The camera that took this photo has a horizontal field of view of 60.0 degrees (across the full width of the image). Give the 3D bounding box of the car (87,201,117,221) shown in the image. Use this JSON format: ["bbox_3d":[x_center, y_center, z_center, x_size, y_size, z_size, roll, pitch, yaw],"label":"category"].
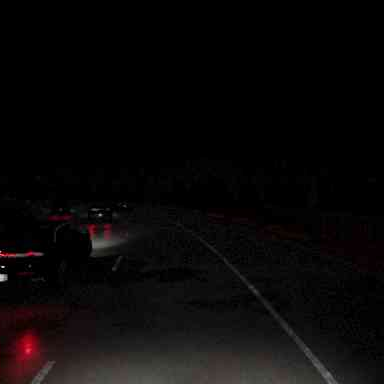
[{"bbox_3d":[-7.567,1.546,27.452,2.128,1.511,4.902,0,0,-15],"label":"car"}]

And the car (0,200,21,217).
[{"bbox_3d":[-8.259,1.392,14.262,2.097,1.767,4.553,0,0,-9],"label":"car"}]

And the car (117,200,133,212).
[{"bbox_3d":[-8.560,1.637,40.686,1.994,1.385,4.181,0,0,-23],"label":"car"}]

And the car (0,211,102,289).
[{"bbox_3d":[-4.073,1.514,9.100,2.128,1.511,4.902,0,0,-5],"label":"car"}]

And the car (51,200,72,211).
[{"bbox_3d":[-14.095,1.574,35.837,2.128,1.511,4.902,0,0,-21],"label":"car"}]
